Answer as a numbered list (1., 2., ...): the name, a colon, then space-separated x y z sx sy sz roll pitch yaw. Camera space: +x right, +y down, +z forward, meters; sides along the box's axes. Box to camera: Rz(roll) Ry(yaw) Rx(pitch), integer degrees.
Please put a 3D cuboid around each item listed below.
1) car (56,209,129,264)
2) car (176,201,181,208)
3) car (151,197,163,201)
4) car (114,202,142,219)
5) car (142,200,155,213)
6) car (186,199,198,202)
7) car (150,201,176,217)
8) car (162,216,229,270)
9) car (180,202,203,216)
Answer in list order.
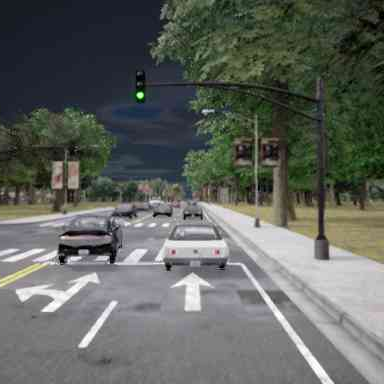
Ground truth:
1. car: -3.622 1.610 12.354 2.128 1.511 4.902 0 -1 -9
2. car: -3.251 2.410 64.599 1.994 1.385 4.181 0 -1 0
3. car: -6.528 2.005 60.880 2.150 2.045 5.566 0 -1 0
4. car: -6.597 1.853 33.238 1.882 1.535 5.008 0 -1 0
5. car: -6.582 2.106 45.270 1.994 1.385 4.181 0 -1 1
6. car: -0.007 2.184 63.815 2.097 1.767 4.553 0 -1 0
7. car: -3.154 1.991 36.980 1.994 1.385 4.181 0 -1 0
8. car: 0.098 1.709 11.444 1.895 1.301 4.718 0 -1 0
9. car: 0.096 1.980 33.533 1.895 1.301 4.718 0 -1 0
